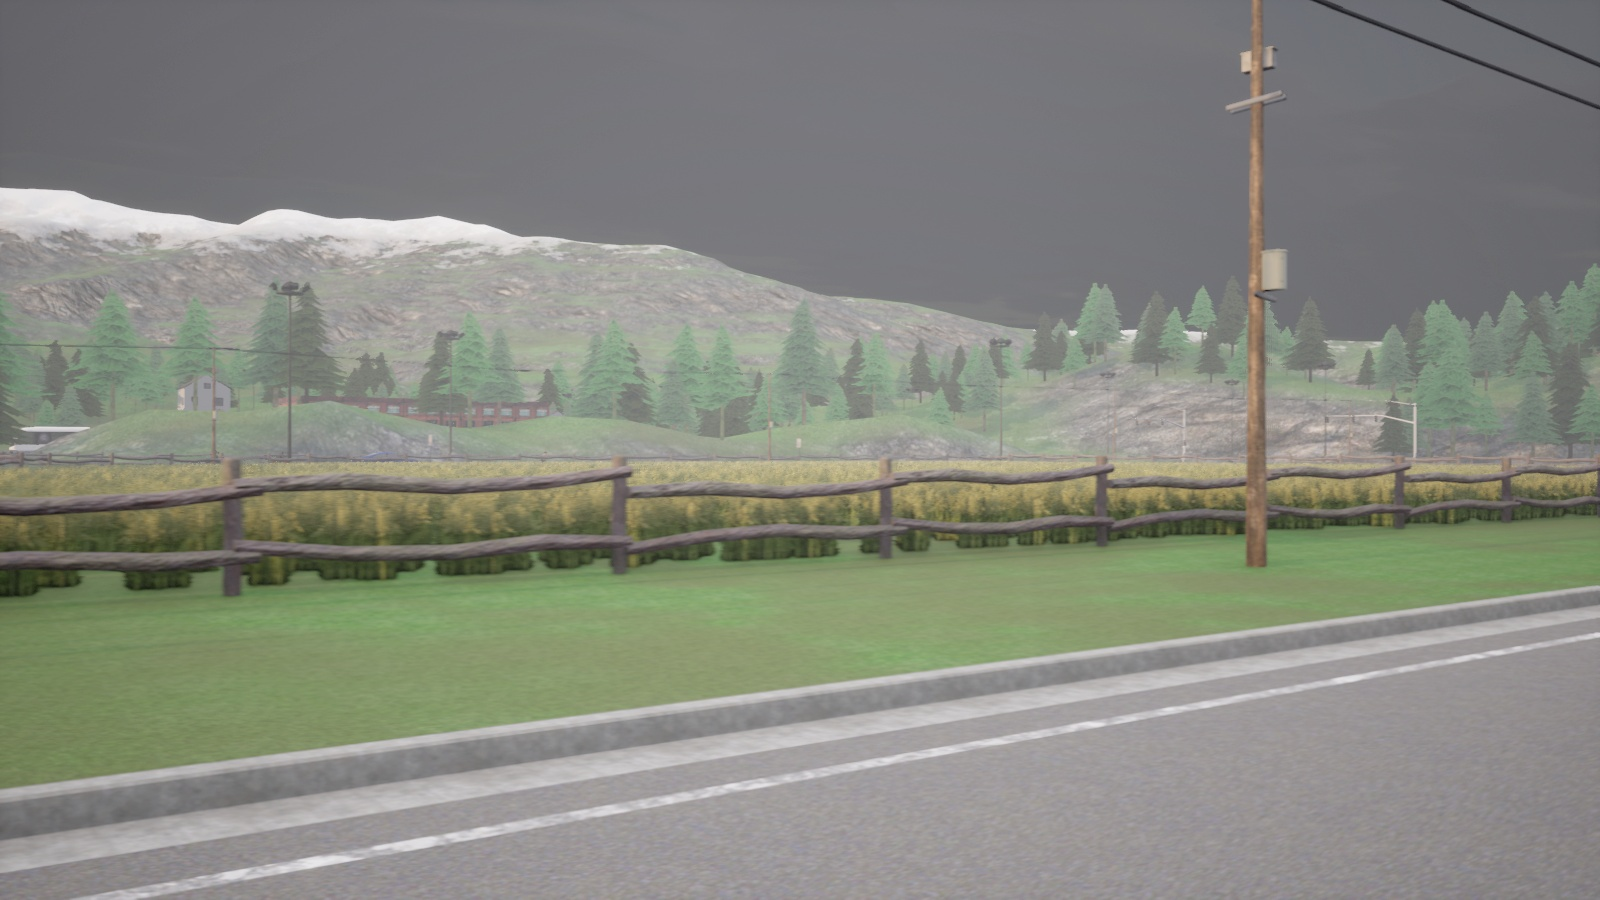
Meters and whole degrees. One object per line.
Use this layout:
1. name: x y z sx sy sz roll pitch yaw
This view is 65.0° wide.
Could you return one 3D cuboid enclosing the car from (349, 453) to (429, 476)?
1. car: -28.881 1.000 88.295 5.008 1.535 1.882 0 0 -35
